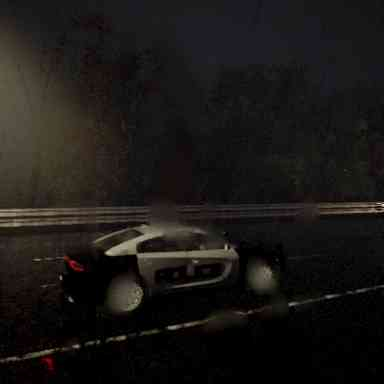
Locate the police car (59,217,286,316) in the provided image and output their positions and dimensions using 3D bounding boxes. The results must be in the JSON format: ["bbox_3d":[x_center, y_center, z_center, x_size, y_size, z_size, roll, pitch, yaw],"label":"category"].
[{"bbox_3d":[-0.185,1.415,7.511,5.238,1.638,1.930,0,0,-27],"label":"police car"}]
